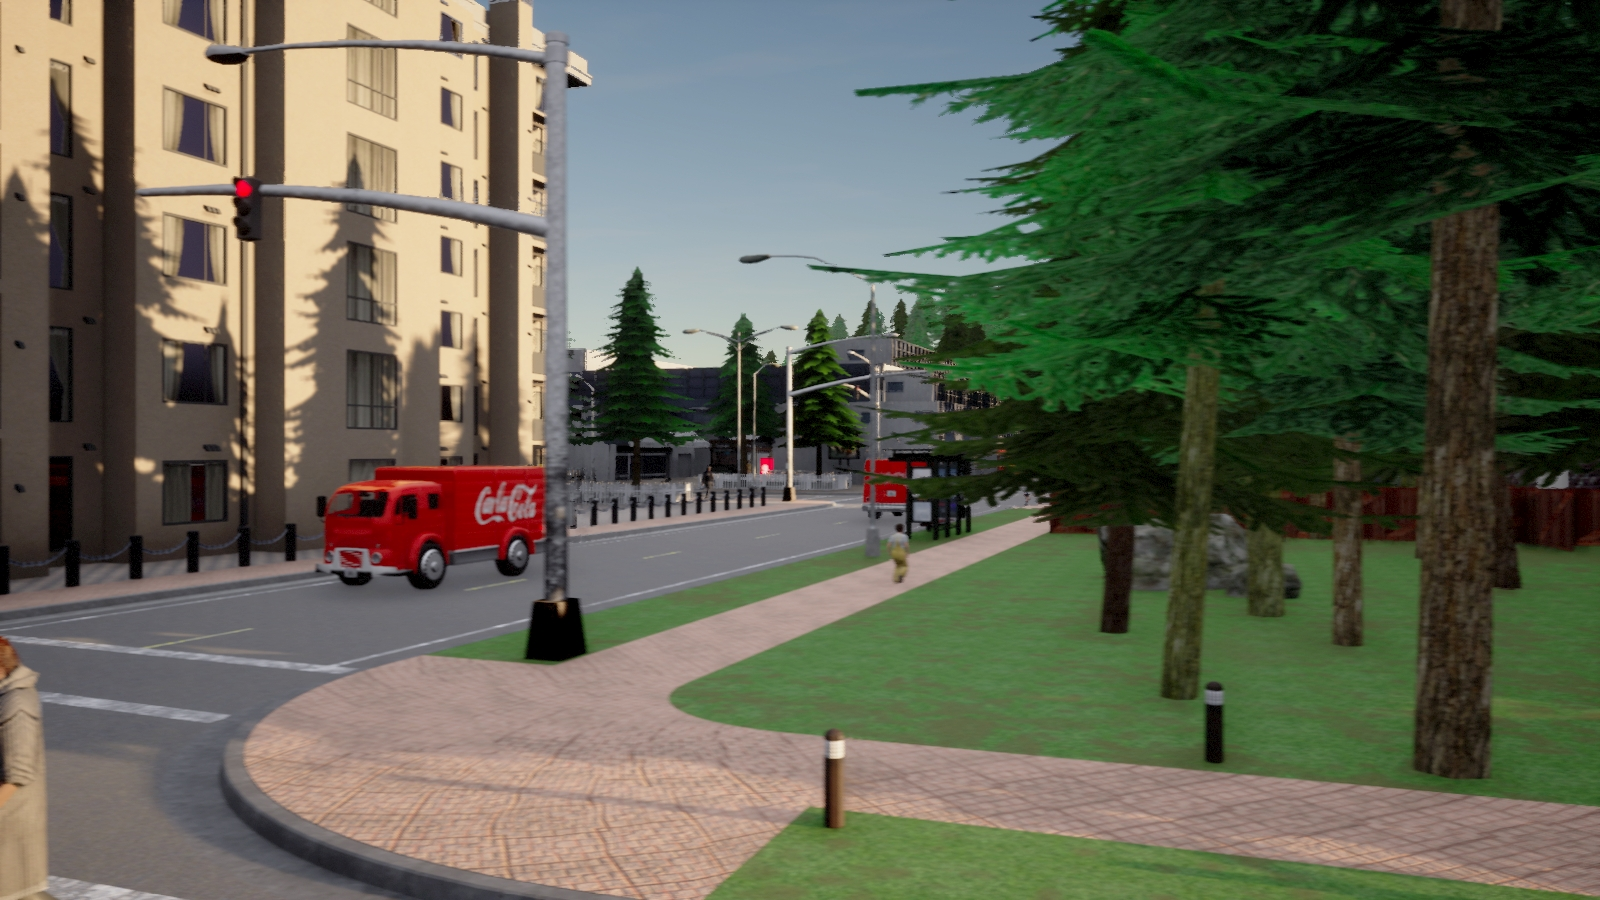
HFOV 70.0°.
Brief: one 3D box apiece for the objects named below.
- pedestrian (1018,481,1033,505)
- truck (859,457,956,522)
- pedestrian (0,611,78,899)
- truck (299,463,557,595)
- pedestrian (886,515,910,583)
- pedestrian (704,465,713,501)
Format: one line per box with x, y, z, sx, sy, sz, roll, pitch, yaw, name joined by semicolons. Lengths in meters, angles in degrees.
10.802;2.056;54.693;0.500;1.100;0.500;0;0;-41;pedestrian
4.470;1.548;46.772;2.627;2.467;5.204;0;0;21;truck
-4.096;1.816;6.039;0.375;1.860;0.375;0;0;39;pedestrian
-7.854;1.548;24.806;2.627;2.467;5.204;0;0;21;truck
1.944;1.956;22.624;0.375;1.300;0.375;0;0;25;pedestrian
-4.711;1.683;58.910;0.375;1.860;0.375;0;0;17;pedestrian
